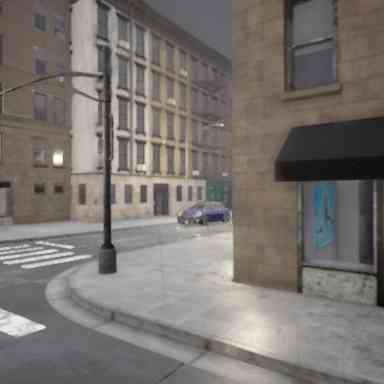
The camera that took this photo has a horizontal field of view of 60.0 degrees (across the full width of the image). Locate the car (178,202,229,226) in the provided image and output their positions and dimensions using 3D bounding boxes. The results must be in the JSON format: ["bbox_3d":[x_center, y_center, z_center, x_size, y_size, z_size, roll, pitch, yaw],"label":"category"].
[{"bbox_3d":[0.914,1.537,25.086,2.097,1.767,4.553,0,0,35],"label":"car"}]
